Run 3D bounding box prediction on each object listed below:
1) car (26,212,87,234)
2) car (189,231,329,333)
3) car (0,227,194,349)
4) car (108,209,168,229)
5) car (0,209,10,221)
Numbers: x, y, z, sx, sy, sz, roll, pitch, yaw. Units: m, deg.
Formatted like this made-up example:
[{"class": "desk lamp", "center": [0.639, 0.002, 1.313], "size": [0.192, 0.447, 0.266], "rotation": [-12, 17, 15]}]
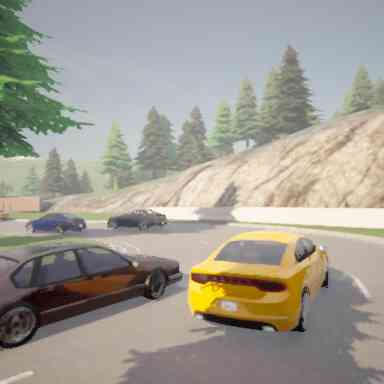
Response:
[{"class": "car", "center": [-9.559, 2.161, 23.435], "size": [4.674, 1.442, 1.812], "rotation": [-2, -1, 26]}, {"class": "car", "center": [1.758, 1.586, 7.233], "size": [1.882, 1.535, 5.008], "rotation": [-2, -1, 29]}, {"class": "car", "center": [-2.526, 1.733, 6.733], "size": [2.033, 1.411, 5.357], "rotation": [-2, -1, 40]}, {"class": "car", "center": [-4.109, 2.039, 24.611], "size": [4.902, 1.511, 2.128], "rotation": [-2, -2, 32]}, {"class": "car", "center": [-24.057, 2.692, 40.215], "size": [5.366, 1.575, 1.801], "rotation": [-2, -1, 36]}]
